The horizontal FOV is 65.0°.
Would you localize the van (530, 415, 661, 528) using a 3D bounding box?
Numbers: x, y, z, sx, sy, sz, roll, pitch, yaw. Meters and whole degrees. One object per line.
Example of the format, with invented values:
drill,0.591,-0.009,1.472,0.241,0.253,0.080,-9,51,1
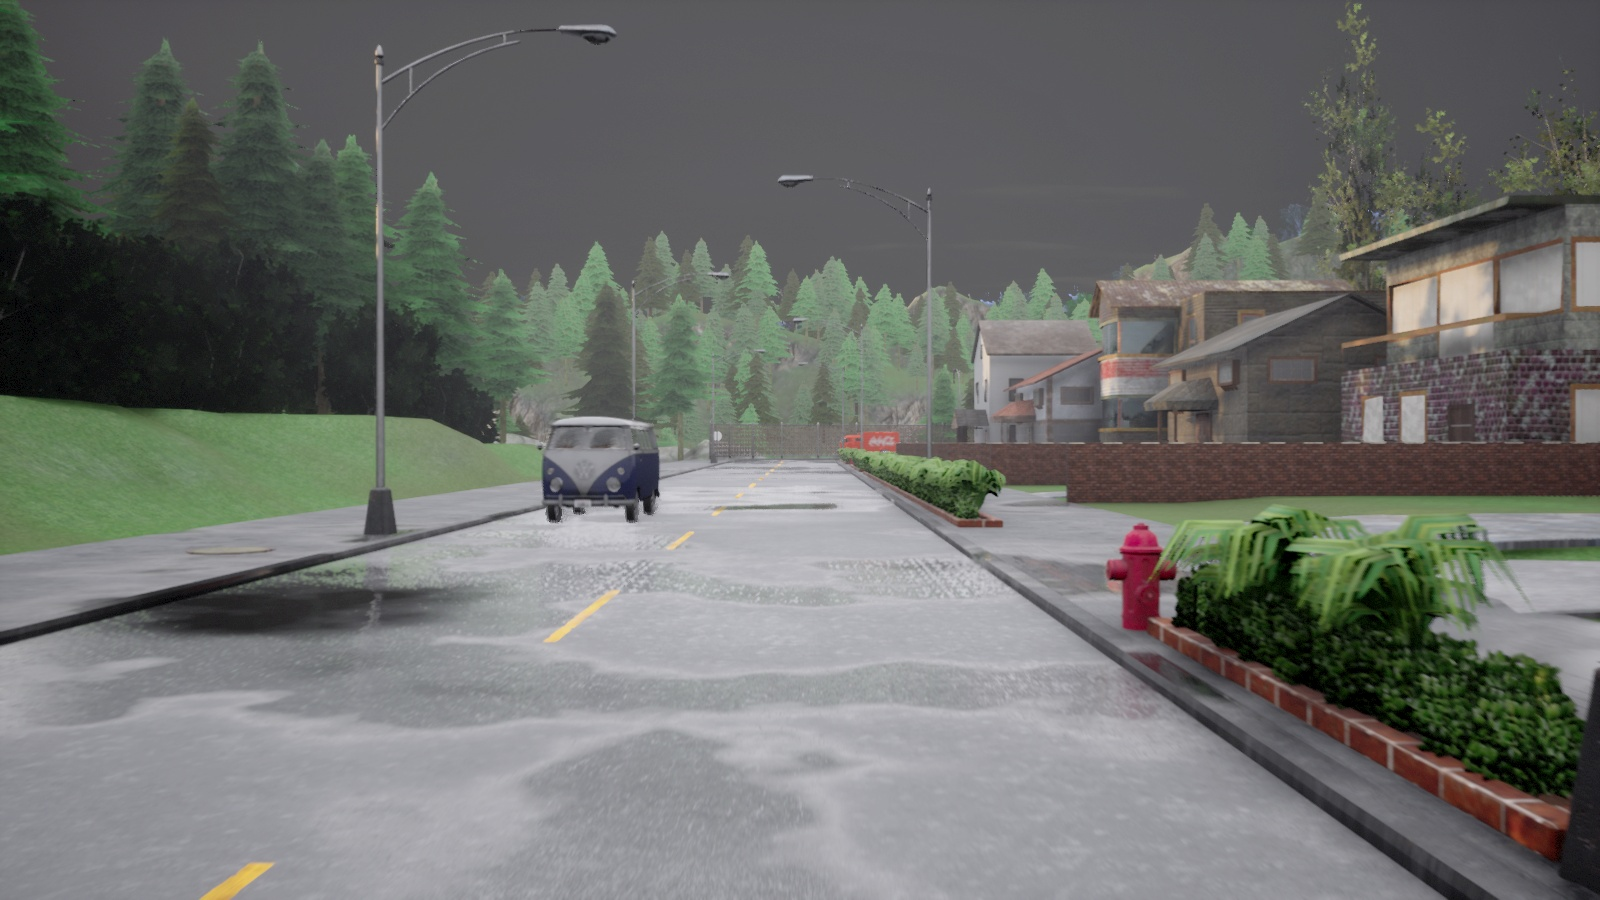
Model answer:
van,-3.844,0.359,24.301,1.775,1.987,4.442,0,0,0
